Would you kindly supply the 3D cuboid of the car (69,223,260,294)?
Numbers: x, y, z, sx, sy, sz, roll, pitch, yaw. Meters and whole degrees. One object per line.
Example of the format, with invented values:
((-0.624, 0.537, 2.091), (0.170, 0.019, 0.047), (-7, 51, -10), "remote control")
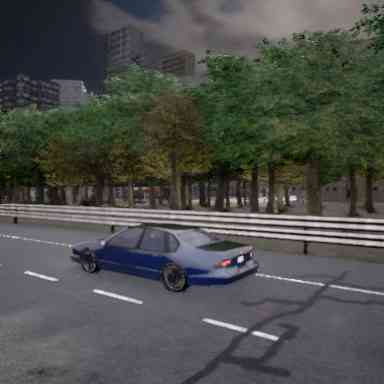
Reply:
((-0.966, 1.550, 8.855), (5.357, 1.411, 2.033), (0, 0, 36), "car")
